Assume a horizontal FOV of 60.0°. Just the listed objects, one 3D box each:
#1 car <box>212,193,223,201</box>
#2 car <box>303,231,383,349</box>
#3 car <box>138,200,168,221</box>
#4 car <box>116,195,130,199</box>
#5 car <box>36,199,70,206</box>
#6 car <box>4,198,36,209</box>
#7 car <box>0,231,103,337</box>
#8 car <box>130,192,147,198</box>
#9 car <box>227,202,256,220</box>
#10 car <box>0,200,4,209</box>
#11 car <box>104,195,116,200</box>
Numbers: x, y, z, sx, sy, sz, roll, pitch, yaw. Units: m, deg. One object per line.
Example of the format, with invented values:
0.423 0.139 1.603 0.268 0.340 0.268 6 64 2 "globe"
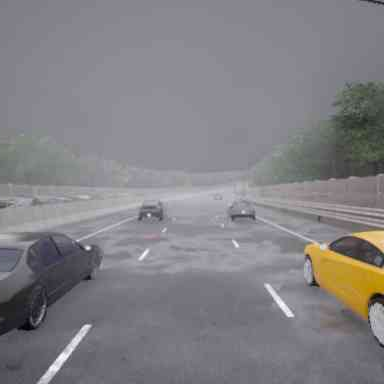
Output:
6.612 1.353 84.039 2.033 1.649 4.856 0 0 4 "car"
3.634 1.455 6.183 1.882 1.535 5.008 0 0 0 "car"
-3.059 1.418 26.520 1.837 1.490 4.892 0 0 1 "car"
-15.027 1.419 75.421 1.895 1.301 4.718 0 0 4 "car"
-13.567 1.445 33.658 1.994 1.385 4.181 0 0 2 "car"
-17.038 1.399 34.669 1.812 1.442 4.674 0 0 2 "car"
-3.367 1.518 6.727 2.033 1.411 5.357 0 0 0 "car"
-11.561 1.062 74.775 2.150 2.045 5.566 0 0 4 "car"
3.959 1.484 27.184 1.994 1.385 4.181 0 0 1 "car"
-20.560 1.471 34.232 1.895 1.301 4.718 0 0 2 "car"
-18.463 1.377 76.543 2.033 1.411 5.357 0 0 4 "car"
